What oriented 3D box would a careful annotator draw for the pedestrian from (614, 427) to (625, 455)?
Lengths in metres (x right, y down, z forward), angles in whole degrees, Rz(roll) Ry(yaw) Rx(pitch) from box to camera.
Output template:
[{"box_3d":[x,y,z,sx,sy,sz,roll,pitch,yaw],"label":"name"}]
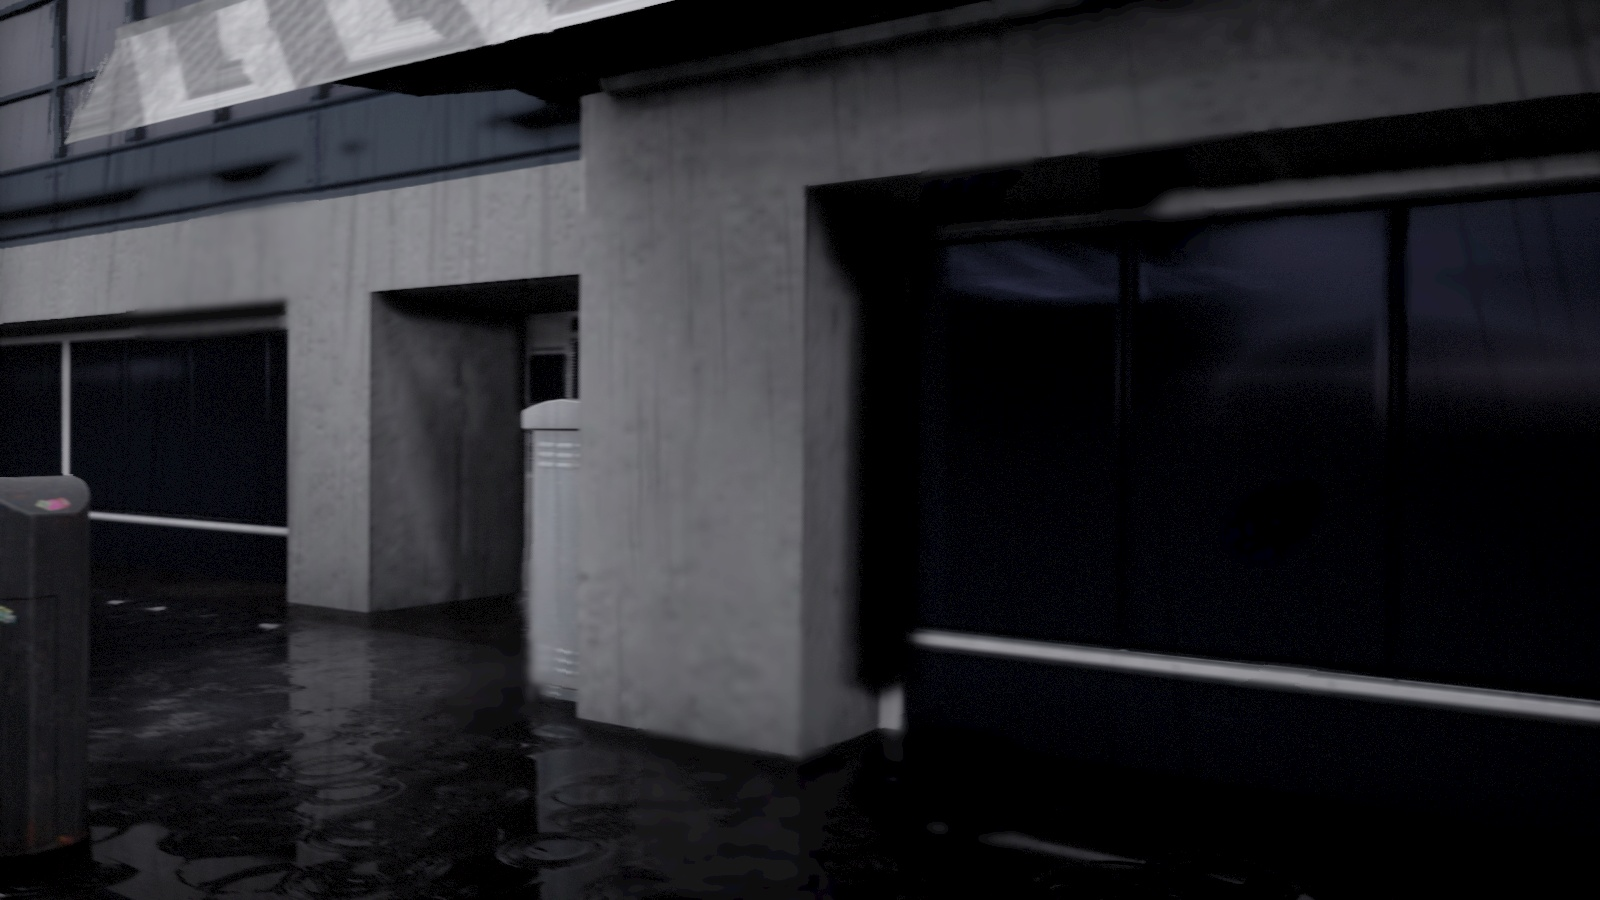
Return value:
[{"box_3d":[-12.049,-0.595,83.892,0.354,1.836,0.706,0,1,31],"label":"pedestrian"}]
